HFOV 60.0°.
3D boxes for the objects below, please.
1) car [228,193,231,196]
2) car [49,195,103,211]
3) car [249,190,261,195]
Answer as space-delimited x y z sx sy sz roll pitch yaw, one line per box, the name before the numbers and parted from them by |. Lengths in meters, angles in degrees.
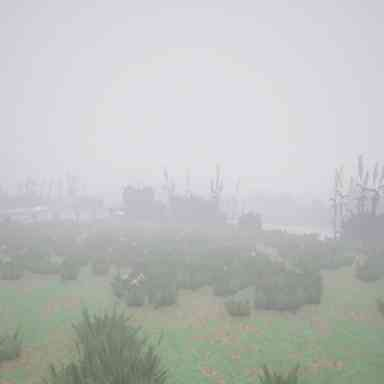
car | 4.827 0.889 47.034 1.882 1.535 5.008 0 -2 43
car | -10.458 1.107 30.343 1.837 1.490 4.892 0 3 41
car | 10.224 0.765 47.494 2.150 2.045 5.566 0 -2 44
